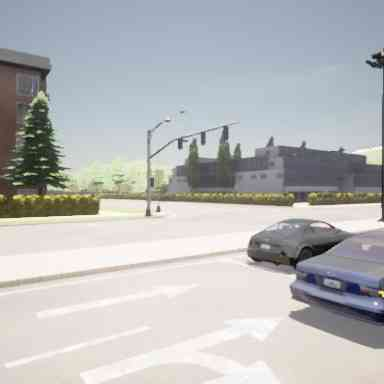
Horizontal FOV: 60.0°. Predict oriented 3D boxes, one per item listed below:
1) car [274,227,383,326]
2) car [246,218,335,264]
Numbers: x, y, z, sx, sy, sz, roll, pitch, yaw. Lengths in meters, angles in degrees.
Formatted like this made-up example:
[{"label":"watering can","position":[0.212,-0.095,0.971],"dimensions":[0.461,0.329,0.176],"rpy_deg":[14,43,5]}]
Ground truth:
[{"label":"car","position":[4.321,1.546,6.948],"dimensions":[5.357,1.411,2.033],"rpy_deg":[0,0,-36]},{"label":"car","position":[3.760,1.563,10.889],"dimensions":[4.181,1.385,1.994],"rpy_deg":[0,0,-36]}]
